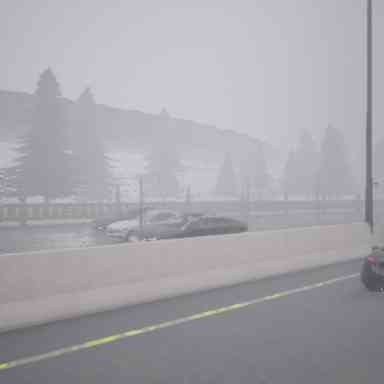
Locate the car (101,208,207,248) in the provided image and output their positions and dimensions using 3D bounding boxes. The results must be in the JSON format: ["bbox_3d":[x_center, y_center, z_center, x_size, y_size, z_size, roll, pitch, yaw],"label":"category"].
[{"bbox_3d":[-1.679,1.581,15.680,4.674,1.442,1.812,0,0,-35],"label":"car"}]

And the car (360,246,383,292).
[{"bbox_3d":[5.895,1.630,7.948,4.181,1.385,1.994,0,0,-35],"label":"car"}]

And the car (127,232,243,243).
[{"bbox_3d":[-0.008,1.543,12.573,4.902,1.511,2.128,0,0,-35],"label":"car"}]
